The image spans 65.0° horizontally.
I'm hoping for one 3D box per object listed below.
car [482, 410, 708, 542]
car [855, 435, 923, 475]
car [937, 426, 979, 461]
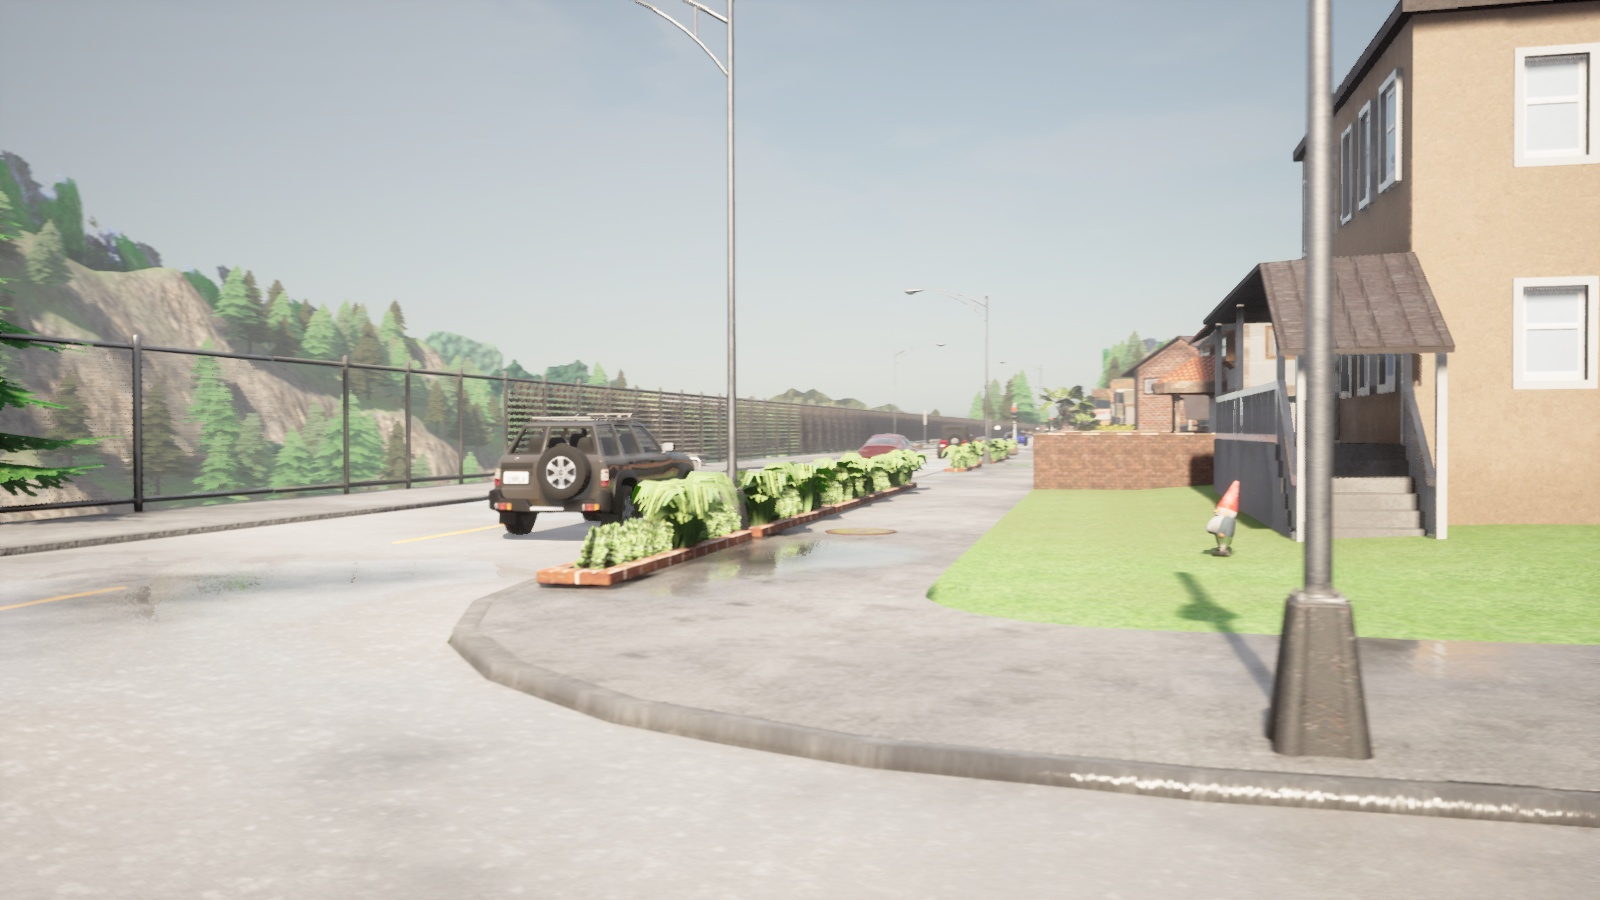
[{"bbox_3d":[-3.095,0.326,20.093,1.932,1.855,4.605,0,1,14],"label":"car"},{"bbox_3d":[3.404,0.152,47.393,1.812,1.442,4.674,0,1,13],"label":"car"},{"bbox_3d":[8.866,-0.401,70.375,1.905,1.878,3.866,0,1,13],"label":"car"}]
